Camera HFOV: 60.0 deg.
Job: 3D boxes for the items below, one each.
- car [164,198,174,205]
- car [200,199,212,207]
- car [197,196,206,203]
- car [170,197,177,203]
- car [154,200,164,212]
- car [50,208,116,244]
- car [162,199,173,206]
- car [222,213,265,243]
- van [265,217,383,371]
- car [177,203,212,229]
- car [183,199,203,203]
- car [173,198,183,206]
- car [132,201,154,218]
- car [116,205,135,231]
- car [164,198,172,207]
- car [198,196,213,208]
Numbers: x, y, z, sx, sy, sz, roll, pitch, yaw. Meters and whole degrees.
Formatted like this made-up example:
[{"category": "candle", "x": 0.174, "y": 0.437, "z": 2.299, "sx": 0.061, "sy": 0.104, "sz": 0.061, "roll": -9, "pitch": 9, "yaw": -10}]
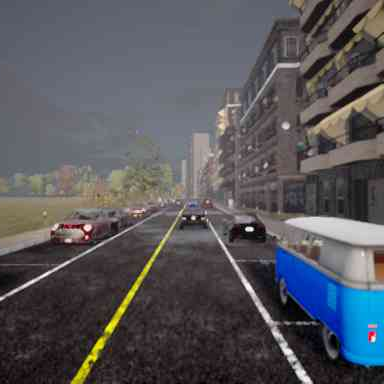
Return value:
[{"category": "car", "x": -5.313, "y": 2.251, "z": 78.514, "sx": 2.008, "sy": 1.369, "sz": 4.403, "roll": 1, "pitch": -1, "yaw": 0}, {"category": "car", "x": 2.568, "y": 2.096, "z": 62.226, "sx": 1.887, "sy": 1.381, "sz": 4.507, "roll": 1, "pitch": -1, "yaw": 0}, {"category": "car", "x": 2.569, "y": 2.126, "z": 90.531, "sx": 2.192, "sy": 1.841, "sz": 5.009, "roll": 1, "pitch": -1, "yaw": 0}, {"category": "car", "x": -5.313, "y": 2.297, "z": 95.476, "sx": 1.967, "sy": 1.590, "sz": 4.097, "roll": 1, "pitch": -1, "yaw": 0}, {"category": "car", "x": -5.310, "y": 1.938, "z": 44.591, "sx": 1.887, "sy": 1.381, "sz": 4.507, "roll": 1, "pitch": -1, "yaw": 0}, {"category": "car", "x": -5.307, "y": 1.583, "z": 16.323, "sx": 1.967, "sy": 1.590, "sz": 4.097, "roll": 1, "pitch": 0, "yaw": 0}, {"category": "car", "x": -5.313, "y": 2.193, "z": 72.860, "sx": 1.887, "sy": 1.381, "sz": 4.507, "roll": 1, "pitch": -1, "yaw": 0}, {"category": "car", "x": 2.572, "y": 1.715, "z": 16.939, "sx": 1.947, "sy": 1.339, "sz": 4.313, "roll": 1, "pitch": -1, "yaw": 0}, {"category": "van", "x": 2.575, "y": 1.391, "z": 5.620, "sx": 1.690, "sy": 1.788, "sz": 3.998, "roll": 1, "pitch": 0, "yaw": 0}, {"category": "car", "x": 0.099, "y": 1.754, "z": 23.545, "sx": 2.033, "sy": 1.411, "sz": 5.357, "roll": 0, "pitch": -1, "yaw": 0}, {"category": "car", "x": 0.098, "y": 1.890, "z": 41.392, "sx": 1.812, "sy": 1.442, "sz": 4.674, "roll": 0, "pitch": -1, "yaw": 0}, {"category": "car", "x": -2.756, "y": 2.140, "z": 69.973, "sx": 1.812, "sy": 1.442, "sz": 4.674, "roll": 0, "pitch": -1, "yaw": 0}, {"category": "car", "x": -5.308, "y": 1.733, "z": 33.285, "sx": 1.967, "sy": 1.590, "sz": 4.097, "roll": 1, "pitch": -1, "yaw": 0}, {"category": "car", "x": -5.309, "y": 1.759, "z": 21.976, "sx": 1.947, "sy": 1.339, "sz": 4.313, "roll": 1, "pitch": -1, "yaw": 0}, {"category": "car", "x": -5.312, "y": 2.096, "z": 61.552, "sx": 2.008, "sy": 1.369, "sz": 4.403, "roll": 1, "pitch": -1, "yaw": 0}, {"category": "car", "x": 2.571, "y": 1.815, "z": 56.567, "sx": 2.192, "sy": 1.841, "sz": 5.009, "roll": 1, "pitch": -1, "yaw": 0}]
